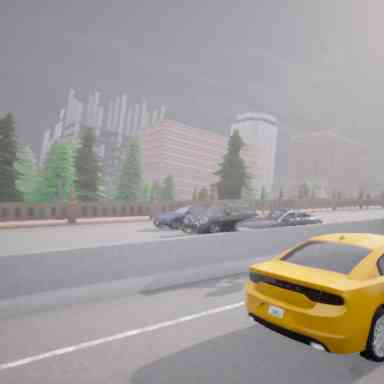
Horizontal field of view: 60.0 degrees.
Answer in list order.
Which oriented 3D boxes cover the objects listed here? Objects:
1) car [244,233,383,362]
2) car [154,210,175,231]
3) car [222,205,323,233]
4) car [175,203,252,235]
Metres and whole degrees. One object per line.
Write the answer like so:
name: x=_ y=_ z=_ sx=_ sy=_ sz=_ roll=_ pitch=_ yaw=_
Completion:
car: x=3.174 y=1.498 z=6.012 sx=5.008 sy=1.535 sz=1.882 roll=0 pitch=0 yaw=-35
car: x=-0.172 y=1.564 z=21.051 sx=4.674 sy=1.442 sz=1.812 roll=0 pitch=0 yaw=-35
car: x=4.094 y=1.530 z=15.496 sx=4.902 sy=1.511 sz=2.128 roll=0 pitch=0 yaw=-35
car: x=1.674 y=1.390 z=18.070 sx=4.553 sy=1.767 sz=2.097 roll=0 pitch=0 yaw=-35
